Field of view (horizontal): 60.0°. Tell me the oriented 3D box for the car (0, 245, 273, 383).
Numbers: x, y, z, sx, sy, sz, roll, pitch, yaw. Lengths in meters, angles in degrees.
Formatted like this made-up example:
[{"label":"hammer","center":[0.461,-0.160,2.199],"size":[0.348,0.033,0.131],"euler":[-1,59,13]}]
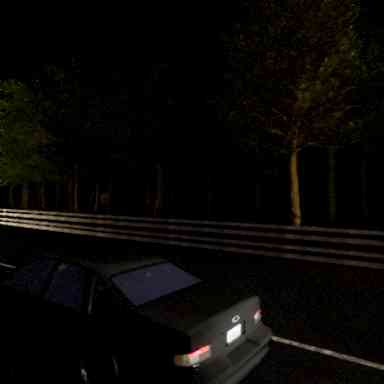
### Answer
[{"label":"car","center":[-1.576,1.559,5.037],"size":[5.357,1.411,2.033],"euler":[0,0,36]}]
